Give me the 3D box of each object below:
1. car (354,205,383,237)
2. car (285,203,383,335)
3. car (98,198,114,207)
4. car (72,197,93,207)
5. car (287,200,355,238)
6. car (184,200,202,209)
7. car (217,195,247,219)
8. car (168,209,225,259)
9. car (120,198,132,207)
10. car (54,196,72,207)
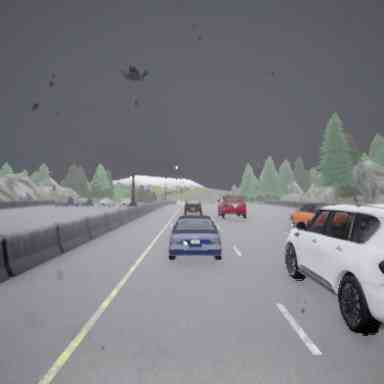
[{"bbox_3d":[10.604,1.548,17.418,1.837,1.490,4.892,0,0,0],"label":"car"},{"bbox_3d":[3.613,1.239,6.875,2.150,2.045,5.566,0,0,0],"label":"car"},{"bbox_3d":[-13.997,1.687,54.464,1.812,1.442,4.674,0,-1,0],"label":"car"},{"bbox_3d":[-17.498,1.686,54.322,1.812,1.442,4.674,0,-1,0],"label":"car"},{"bbox_3d":[7.105,1.399,18.913,2.097,1.767,4.553,0,0,0],"label":"car"},{"bbox_3d":[0.109,1.568,36.362,1.882,1.535,5.008,0,0,0],"label":"car"},{"bbox_3d":[3.596,1.297,30.408,2.150,2.045,5.566,0,0,0],"label":"car"},{"bbox_3d":[0.103,1.579,12.691,2.033,1.411,5.357,0,0,0],"label":"car"},{"bbox_3d":[-10.499,1.685,54.307,1.812,1.442,4.674,0,-1,0],"label":"car"},{"bbox_3d":[-20.990,1.510,54.987,2.097,1.767,4.553,0,0,0],"label":"car"}]
